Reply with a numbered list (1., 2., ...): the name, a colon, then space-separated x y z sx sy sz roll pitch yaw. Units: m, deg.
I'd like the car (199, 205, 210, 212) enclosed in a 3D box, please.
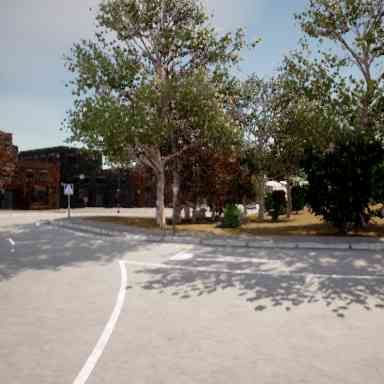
1. car: 3.885 4.686 93.762 2.435 2.045 5.566 0 -2 26
